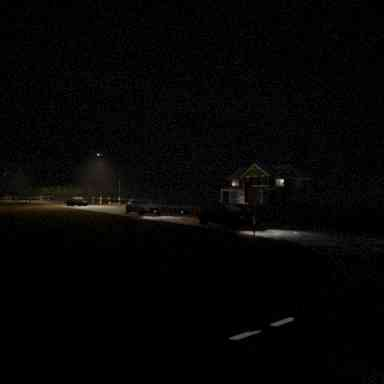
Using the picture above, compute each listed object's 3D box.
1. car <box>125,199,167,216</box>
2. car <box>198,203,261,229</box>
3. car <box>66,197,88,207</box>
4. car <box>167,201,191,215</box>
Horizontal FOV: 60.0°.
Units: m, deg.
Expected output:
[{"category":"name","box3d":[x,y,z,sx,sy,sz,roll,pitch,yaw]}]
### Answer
[{"category":"car","box3d":[-4.459,1.343,29.818,1.812,1.442,4.674,2,-1,-36]},{"category":"car","box3d":[2.167,1.409,20.552,1.812,1.442,4.674,2,-1,-35]},{"category":"car","box3d":[-15.792,1.346,45.664,1.994,1.385,4.181,2,-1,-35]},{"category":"car","box3d":[-2.161,1.488,31.527,1.895,1.301,4.718,2,-1,-36]}]
